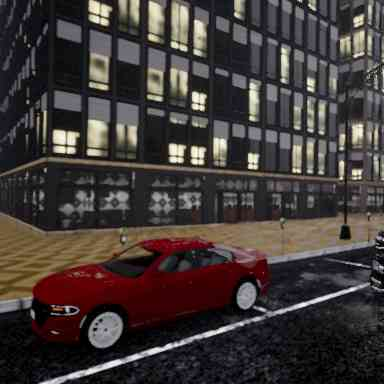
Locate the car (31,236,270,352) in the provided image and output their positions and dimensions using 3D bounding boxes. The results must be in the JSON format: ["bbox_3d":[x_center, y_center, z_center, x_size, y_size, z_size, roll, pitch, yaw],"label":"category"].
[{"bbox_3d":[-0.499,1.557,6.188,4.507,1.381,1.887,0,1,-35],"label":"car"}]

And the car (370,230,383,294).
[{"bbox_3d":[5.994,1.527,7.652,4.902,1.511,2.128,0,0,-35],"label":"car"}]
